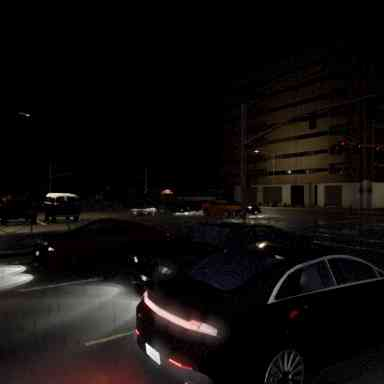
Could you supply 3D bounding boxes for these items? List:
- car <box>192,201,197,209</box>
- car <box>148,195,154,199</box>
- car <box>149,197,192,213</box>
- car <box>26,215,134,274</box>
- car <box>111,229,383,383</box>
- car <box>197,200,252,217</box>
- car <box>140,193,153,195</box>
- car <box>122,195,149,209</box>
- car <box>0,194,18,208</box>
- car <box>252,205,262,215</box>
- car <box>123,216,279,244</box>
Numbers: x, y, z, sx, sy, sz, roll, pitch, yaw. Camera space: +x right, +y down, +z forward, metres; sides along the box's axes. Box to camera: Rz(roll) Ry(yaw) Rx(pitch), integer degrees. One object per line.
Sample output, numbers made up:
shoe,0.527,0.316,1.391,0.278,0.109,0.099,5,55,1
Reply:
car,-0.675,1.656,42.454,1.895,1.301,4.718,0,0,-34
car,-6.240,1.560,50.632,1.837,1.490,4.892,0,0,-34
car,-2.603,1.603,39.067,2.033,1.411,5.357,0,0,-34
car,-2.738,1.564,10.592,4.181,1.385,1.994,0,0,-35
car,1.594,1.492,4.879,4.902,1.511,2.128,0,0,-34
car,2.932,1.533,30.957,1.882,1.535,5.008,0,0,-34
car,-9.650,1.276,68.379,2.150,2.045,5.566,0,0,-34
car,-8.454,1.533,47.659,1.882,1.535,5.008,0,0,-34
car,-31.421,1.209,56.553,1.932,1.855,4.605,0,0,-34
car,4.727,1.603,34.535,2.033,1.411,5.357,0,0,-34
car,1.110,1.547,8.987,5.357,1.411,2.033,0,0,-35
